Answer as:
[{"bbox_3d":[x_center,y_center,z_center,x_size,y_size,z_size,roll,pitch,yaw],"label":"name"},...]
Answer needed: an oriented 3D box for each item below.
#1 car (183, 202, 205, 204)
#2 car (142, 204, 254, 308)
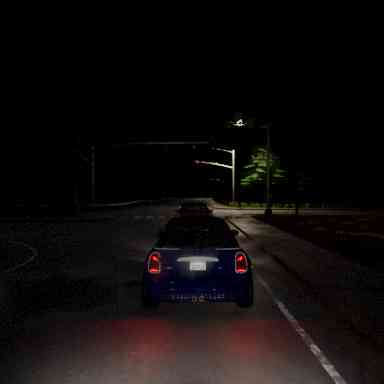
[{"bbox_3d":[0.116,1.337,18.214,2.097,1.767,4.553,0,0,0],"label":"car"},{"bbox_3d":[0.106,1.347,8.093,2.097,1.767,4.553,0,0,0],"label":"car"}]
